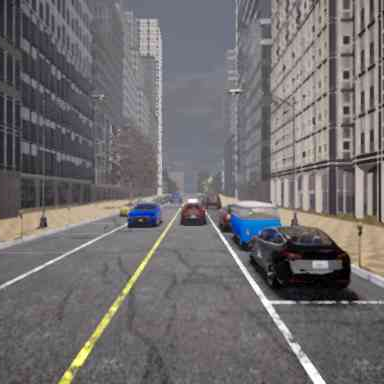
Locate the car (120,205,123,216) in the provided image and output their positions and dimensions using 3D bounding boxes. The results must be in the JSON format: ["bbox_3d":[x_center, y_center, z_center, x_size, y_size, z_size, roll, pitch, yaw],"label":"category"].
[{"bbox_3d":[-5.690,1.494,31.665,1.752,1.417,4.829,0,0,0],"label":"car"}]

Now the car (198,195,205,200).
[{"bbox_3d":[2.687,1.416,94.439,1.947,1.339,4.313,0,0,0],"label":"car"}]

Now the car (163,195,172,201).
[{"bbox_3d":[-5.692,1.471,77.373,1.802,1.307,4.206,0,0,0],"label":"car"}]

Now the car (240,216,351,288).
[{"bbox_3d":[2.692,1.560,9.056,1.947,1.339,4.313,0,0,0],"label":"car"}]

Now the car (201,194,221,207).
[{"bbox_3d":[2.691,1.267,43.209,2.192,1.841,5.009,0,0,0],"label":"car"}]

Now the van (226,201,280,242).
[{"bbox_3d":[2.692,1.330,14.750,1.690,1.788,3.998,0,0,0],"label":"van"}]

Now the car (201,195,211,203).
[{"bbox_3d":[2.689,1.437,66.148,1.752,1.417,4.829,0,0,0],"label":"car"}]

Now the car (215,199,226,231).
[{"bbox_3d":[2.692,1.423,20.441,1.967,1.590,4.097,0,0,0],"label":"car"}]

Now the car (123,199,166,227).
[{"bbox_3d":[-3.102,1.458,22.657,1.882,1.535,5.008,0,0,0],"label":"car"}]

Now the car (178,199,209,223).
[{"bbox_3d":[0.100,1.503,25.057,1.812,1.442,4.674,0,0,0],"label":"car"}]

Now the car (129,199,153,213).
[{"bbox_3d":[-5.690,1.511,37.528,2.008,1.369,4.403,0,0,0],"label":"car"}]

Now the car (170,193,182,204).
[{"bbox_3d":[-3.023,1.138,63.616,2.150,2.045,5.566,0,0,1],"label":"car"}]

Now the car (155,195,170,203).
[{"bbox_3d":[-5.691,1.474,60.298,2.008,1.369,4.403,0,0,0],"label":"car"}]

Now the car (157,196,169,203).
[{"bbox_3d":[-5.692,1.478,65.990,1.947,1.339,4.313,0,0,0],"label":"car"}]

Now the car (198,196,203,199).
[{"bbox_3d":[0.097,1.554,42.207,1.895,1.301,4.718,0,0,0],"label":"car"}]

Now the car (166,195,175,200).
[{"bbox_3d":[-5.693,1.414,88.759,2.008,1.369,4.403,0,0,0],"label":"car"}]
